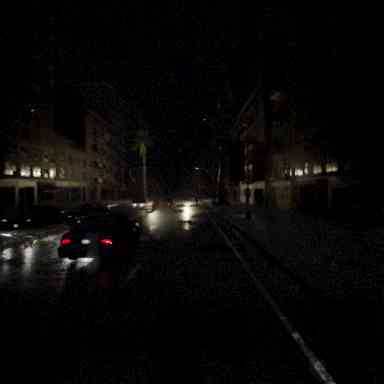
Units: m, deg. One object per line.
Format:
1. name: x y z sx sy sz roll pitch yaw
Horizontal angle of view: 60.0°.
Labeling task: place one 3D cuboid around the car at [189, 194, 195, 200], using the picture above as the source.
1. car: -0.034 1.392 94.624 2.128 1.511 4.902 0 0 0

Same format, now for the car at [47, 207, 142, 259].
1. car: -3.154 1.526 12.398 2.033 1.411 5.357 0 0 0

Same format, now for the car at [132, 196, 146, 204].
1. car: -9.802 1.507 61.740 1.994 1.385 4.181 0 0 1

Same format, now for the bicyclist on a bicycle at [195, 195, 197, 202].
1. bicyclist on a bicycle: 0.866 1.436 75.140 0.582 1.620 1.656 0 0 0

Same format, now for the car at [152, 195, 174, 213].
1. car: -3.163 1.283 36.613 2.097 1.767 4.553 0 0 0

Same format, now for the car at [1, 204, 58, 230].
1. car: -9.858 1.507 21.260 2.033 1.411 5.357 0 0 0

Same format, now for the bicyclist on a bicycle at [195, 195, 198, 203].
1. bicyclist on a bicycle: 0.870 1.409 66.138 0.582 1.620 1.656 0 0 0

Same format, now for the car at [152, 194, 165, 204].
1. car: -6.538 1.303 64.734 2.097 1.767 4.553 0 0 0

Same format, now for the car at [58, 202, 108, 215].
1. car: -6.607 1.449 21.917 2.128 1.511 4.902 0 0 0
